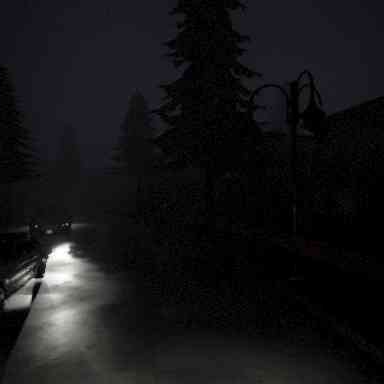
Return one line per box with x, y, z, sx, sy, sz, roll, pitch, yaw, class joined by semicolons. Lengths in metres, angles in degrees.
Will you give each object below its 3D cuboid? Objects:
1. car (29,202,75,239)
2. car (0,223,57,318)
-7.238;1.536;17.326;2.128;1.511;4.902;-1;0;-19;car
-4.565;1.637;7.279;1.895;1.301;4.718;-1;0;-10;car
